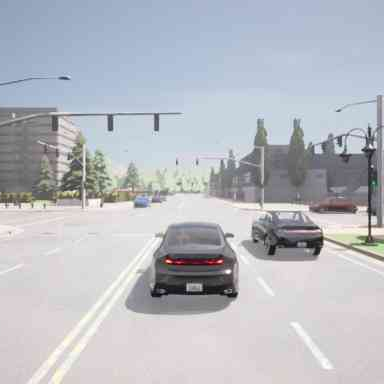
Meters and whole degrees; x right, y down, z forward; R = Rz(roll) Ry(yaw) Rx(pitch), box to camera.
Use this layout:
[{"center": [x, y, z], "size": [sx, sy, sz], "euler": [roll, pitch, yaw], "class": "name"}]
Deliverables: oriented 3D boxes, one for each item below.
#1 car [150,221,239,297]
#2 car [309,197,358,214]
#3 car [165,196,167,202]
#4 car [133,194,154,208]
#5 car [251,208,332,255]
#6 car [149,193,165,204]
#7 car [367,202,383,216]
[{"center": [0.061, 1.504, 8.530], "size": [1.837, 1.490, 4.892], "euler": [0, 0, 0], "class": "car"}, {"center": [14.666, 1.352, 34.743], "size": [4.553, 1.767, 2.097], "euler": [0, 0, -1], "class": "car"}, {"center": [-7.010, 1.522, 78.141], "size": [2.128, 1.511, 4.902], "euler": [0, 0, 0], "class": "car"}, {"center": [-7.138, 1.476, 47.895], "size": [1.882, 1.535, 5.008], "euler": [0, 0, 1], "class": "car"}, {"center": [3.582, 1.491, 13.210], "size": [2.128, 1.511, 4.902], "euler": [0, 0, 0], "class": "car"}, {"center": [-7.035, 1.474, 66.212], "size": [1.882, 1.535, 5.008], "euler": [0, 0, 0], "class": "car"}, {"center": [19.082, 1.503, 31.293], "size": [4.892, 1.490, 1.837], "euler": [0, 0, -1], "class": "car"}]
